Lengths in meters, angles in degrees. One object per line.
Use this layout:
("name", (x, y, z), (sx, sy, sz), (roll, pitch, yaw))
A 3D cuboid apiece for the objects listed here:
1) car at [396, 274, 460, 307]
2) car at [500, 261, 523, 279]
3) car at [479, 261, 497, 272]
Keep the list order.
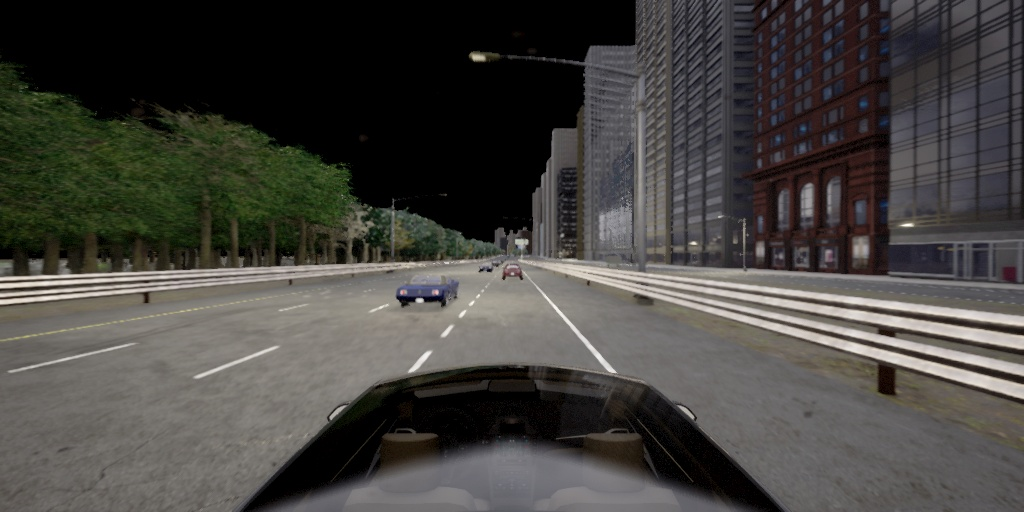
("car", (-3.509, 1.430, 15.880), (1.895, 1.301, 4.718), (0, 0, 0))
("car", (0.046, 1.481, 35.160), (1.812, 1.442, 4.674), (0, 0, 0))
("car", (-3.623, 1.679, 51.555), (1.895, 1.301, 4.718), (0, 0, 0))
